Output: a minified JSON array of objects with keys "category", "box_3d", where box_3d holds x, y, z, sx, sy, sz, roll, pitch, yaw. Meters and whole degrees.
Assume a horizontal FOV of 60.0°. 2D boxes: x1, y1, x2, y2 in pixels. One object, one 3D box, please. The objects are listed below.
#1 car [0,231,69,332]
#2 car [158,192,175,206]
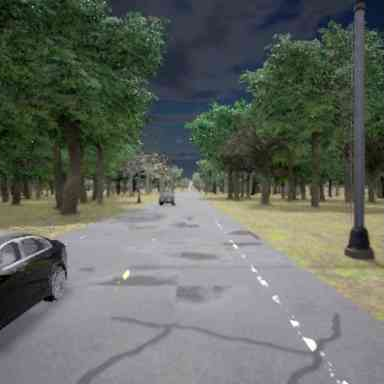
[{"category":"car","box_3d":[-3.603,1.468,5.362,2.128,1.511,4.902,0,0,0]},{"category":"car","box_3d":[-3.583,0.978,48.348,2.150,2.045,5.566,0,0,0]}]
